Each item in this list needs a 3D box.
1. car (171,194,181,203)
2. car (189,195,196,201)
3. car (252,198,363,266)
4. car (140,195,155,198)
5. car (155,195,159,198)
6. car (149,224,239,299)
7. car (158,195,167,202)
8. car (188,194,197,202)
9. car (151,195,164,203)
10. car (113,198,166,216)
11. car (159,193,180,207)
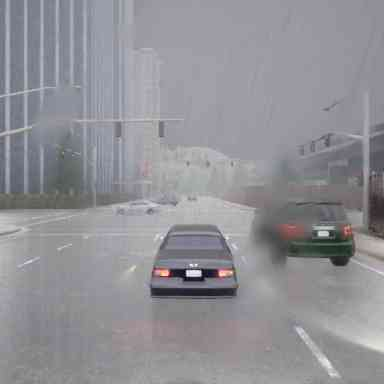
[{"bbox_3d":[-3.464,1.355,72.558,2.097,1.767,4.553,0,0,0],"label":"car"},{"bbox_3d":[0.045,1.500,88.905,1.837,1.490,4.892,0,0,0],"label":"car"},{"bbox_3d":[3.577,1.221,11.674,2.150,2.045,5.566,0,0,1],"label":"car"},{"bbox_3d":[-7.067,1.504,48.902,1.837,1.490,4.892,0,0,0],"label":"car"},{"bbox_3d":[-7.050,1.352,58.094,2.097,1.767,4.553,0,0,0],"label":"car"},{"bbox_3d":[0.059,1.547,8.642,2.033,1.411,5.357,0,0,1],"label":"car"},{"bbox_3d":[-6.961,1.516,78.269,1.812,1.442,4.674,0,0,0],"label":"car"},{"bbox_3d":[0.039,1.355,78.660,2.097,1.767,4.553,0,0,0],"label":"car"},{"bbox_3d":[-6.979,1.491,68.031,2.128,1.511,4.902,0,0,0],"label":"car"},{"bbox_3d":[-5.218,1.556,32.196,4.674,1.442,1.812,0,0,0],"label":"car"},{"bbox_3d":[-3.561,1.221,52.829,2.150,2.045,5.566,0,0,0],"label":"car"}]
